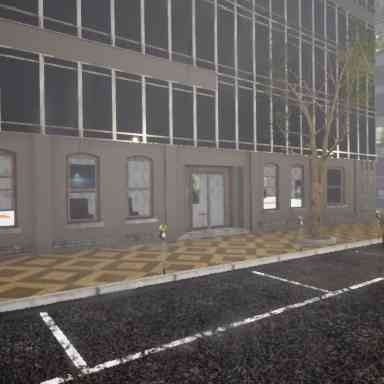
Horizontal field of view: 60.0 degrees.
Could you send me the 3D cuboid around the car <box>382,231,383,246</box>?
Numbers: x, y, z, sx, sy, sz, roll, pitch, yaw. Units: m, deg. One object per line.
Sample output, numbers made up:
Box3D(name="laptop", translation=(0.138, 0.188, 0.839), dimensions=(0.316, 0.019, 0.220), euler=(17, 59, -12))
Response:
Box3D(name="car", translation=(9.365, 1.436, 13.280), dimensions=(4.097, 1.590, 1.967), euler=(0, -1, -36))
